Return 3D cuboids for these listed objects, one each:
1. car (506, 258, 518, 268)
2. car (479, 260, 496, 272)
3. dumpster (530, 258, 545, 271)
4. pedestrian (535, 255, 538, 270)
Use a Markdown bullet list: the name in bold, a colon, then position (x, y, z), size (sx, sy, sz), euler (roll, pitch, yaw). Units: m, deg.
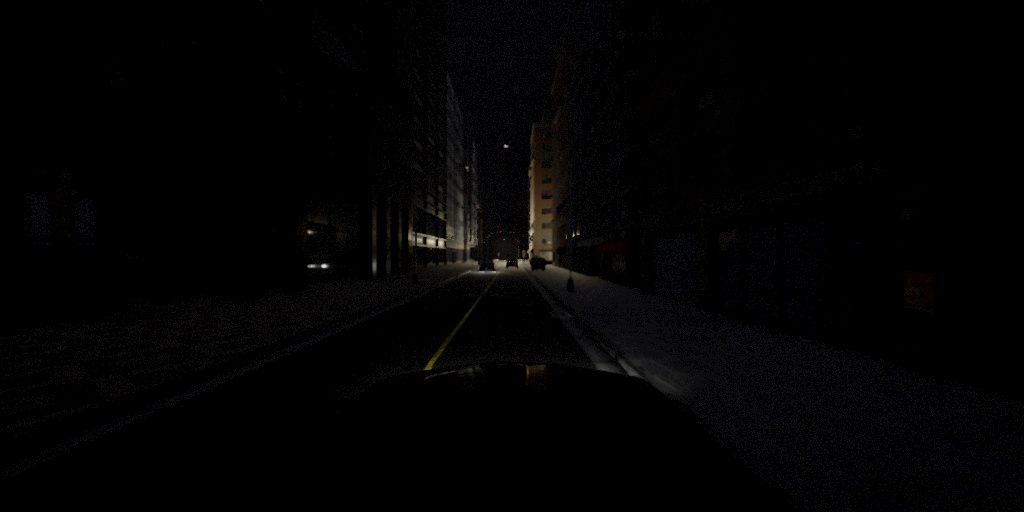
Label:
- **car**: position (0.025, 1.129, 56.359), size (2.128, 1.511, 4.902), euler (0, 0, 0)
- **car**: position (-3.099, 1.190, 45.736), size (1.812, 1.442, 4.674), euler (0, 0, 0)
- **dumpster**: position (3.123, 1.065, 43.850), size (1.020, 1.700, 1.940), euler (0, 0, 0)
- **pedestrian**: position (3.122, 0.808, 45.216), size (0.375, 1.860, 0.375), euler (0, 0, -10)
